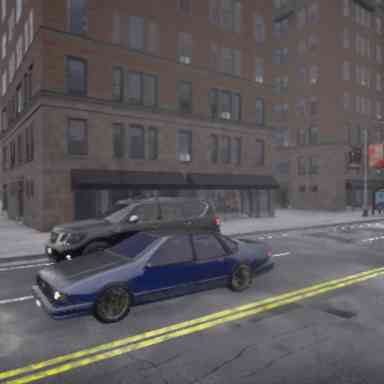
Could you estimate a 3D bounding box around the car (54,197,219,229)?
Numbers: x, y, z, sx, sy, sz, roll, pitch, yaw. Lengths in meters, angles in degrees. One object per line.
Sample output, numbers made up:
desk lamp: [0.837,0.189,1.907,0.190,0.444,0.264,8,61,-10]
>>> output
car: [-1.571,1.208,10.550,5.566,2.045,2.150,0,0,-36]

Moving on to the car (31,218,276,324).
car: [-0.494,1.537,7.326,5.357,1.411,2.033,0,0,-35]
